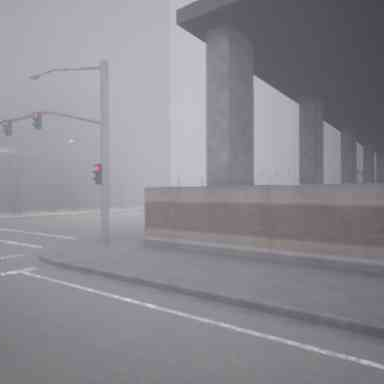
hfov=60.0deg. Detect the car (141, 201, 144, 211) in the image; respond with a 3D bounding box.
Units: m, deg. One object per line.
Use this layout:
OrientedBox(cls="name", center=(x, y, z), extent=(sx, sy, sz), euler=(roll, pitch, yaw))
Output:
OrientedBox(cls="car", center=(-3.830, 1.362, 40.989), extent=(2.150, 2.045, 5.566), euler=(0, 0, 36))
